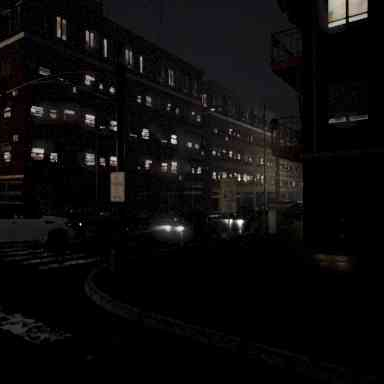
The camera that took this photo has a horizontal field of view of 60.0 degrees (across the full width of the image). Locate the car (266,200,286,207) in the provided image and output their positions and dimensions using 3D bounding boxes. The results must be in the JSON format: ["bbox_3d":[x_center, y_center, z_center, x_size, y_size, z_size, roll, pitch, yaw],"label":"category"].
[{"bbox_3d":[11.715,2.050,44.700,2.150,2.045,5.566,0,-1,35],"label":"car"}]

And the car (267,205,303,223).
[{"bbox_3d":[8.969,2.121,30.826,2.008,1.369,4.403,-2,-2,35],"label":"car"}]

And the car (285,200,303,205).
[{"bbox_3d":[13.989,2.159,42.445,2.097,1.767,4.553,0,-1,35],"label":"car"}]

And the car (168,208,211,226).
[{"bbox_3d":[-0.176,2.014,27.780,1.994,1.385,4.181,0,-1,34],"label":"car"}]

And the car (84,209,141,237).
[{"bbox_3d":[-5.417,1.885,20.308,1.895,1.301,4.718,0,-1,36],"label":"car"}]

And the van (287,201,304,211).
[{"bbox_3d":[18.377,2.464,58.855,1.690,1.788,3.998,-1,-2,35],"label":"van"}]

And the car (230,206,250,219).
[{"bbox_3d":[5.537,2.196,35.955,1.994,1.385,4.181,0,-1,34],"label":"car"}]

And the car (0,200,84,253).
[{"bbox_3d":[-7.129,1.297,12.229,2.150,2.045,5.566,0,-2,35],"label":"car"}]

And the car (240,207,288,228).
[{"bbox_3d":[5.712,2.048,26.167,1.802,1.307,4.206,-2,-2,35],"label":"car"}]

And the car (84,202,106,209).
[{"bbox_3d":[-7.679,1.604,21.591,2.192,1.841,5.009,-1,-2,35],"label":"car"}]
